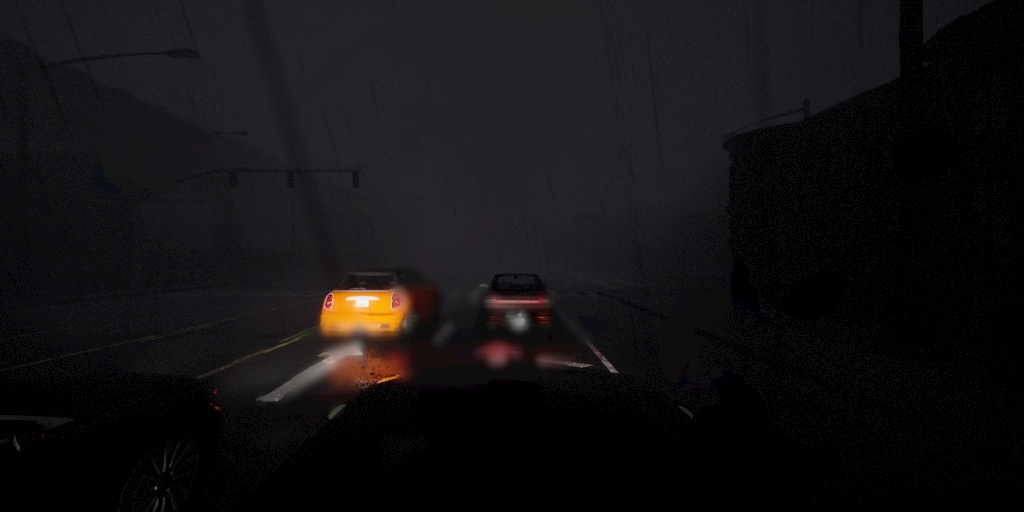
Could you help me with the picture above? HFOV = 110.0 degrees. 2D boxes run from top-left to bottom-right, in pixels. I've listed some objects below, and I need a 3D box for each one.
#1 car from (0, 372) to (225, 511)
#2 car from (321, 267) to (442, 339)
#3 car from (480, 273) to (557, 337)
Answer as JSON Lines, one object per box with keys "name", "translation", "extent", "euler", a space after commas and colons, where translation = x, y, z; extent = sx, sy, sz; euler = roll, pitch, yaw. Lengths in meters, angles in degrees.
{"name": "car", "translation": [-3.400, 1.242, 1.101], "extent": [2.128, 1.511, 4.902], "euler": [0, 0, 0]}
{"name": "car", "translation": [-3.394, 1.102, 10.250], "extent": [2.097, 1.767, 4.553], "euler": [0, 0, 0]}
{"name": "car", "translation": [0.115, 1.242, 10.292], "extent": [2.128, 1.511, 4.902], "euler": [0, 0, -1]}
